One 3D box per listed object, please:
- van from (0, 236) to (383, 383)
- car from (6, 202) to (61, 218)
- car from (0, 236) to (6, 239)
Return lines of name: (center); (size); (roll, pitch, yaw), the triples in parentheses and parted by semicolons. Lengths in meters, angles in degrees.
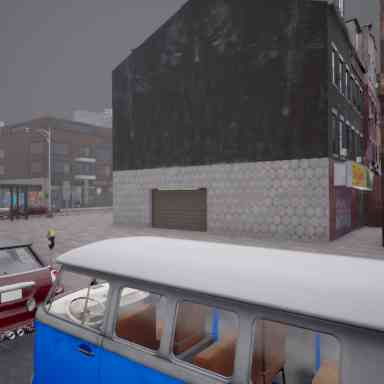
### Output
van: (0.402, 1.341, 2.527); (3.998, 1.788, 1.690); (0, 0, 35)
car: (-13.972, 1.566, 29.063); (1.895, 1.301, 4.718); (-1, 0, 35)
car: (-4.043, 1.442, 5.659); (4.097, 1.590, 1.967); (0, 0, 35)
